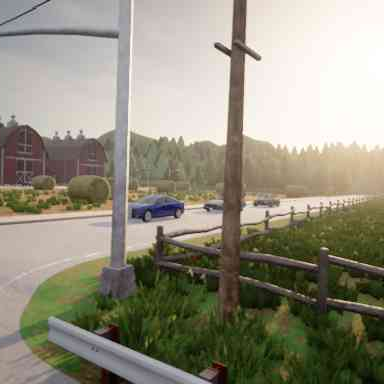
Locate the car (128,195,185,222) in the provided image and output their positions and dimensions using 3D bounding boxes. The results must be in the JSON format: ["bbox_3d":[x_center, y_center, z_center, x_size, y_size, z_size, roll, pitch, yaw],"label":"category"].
[{"bbox_3d":[-2.418,0.956,21.221,1.882,1.535,5.008,3,2,33],"label":"car"}]

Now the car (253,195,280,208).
[{"bbox_3d":[8.534,1.009,37.839,1.994,1.385,4.181,3,2,33],"label":"car"}]

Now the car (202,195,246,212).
[{"bbox_3d":[3.019,1.009,29.483,2.033,1.411,5.357,3,2,33],"label":"car"}]

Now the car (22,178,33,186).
[{"bbox_3d":[-38.978,-2.262,79.376,1.905,1.878,3.866,8,2,-13],"label":"car"}]
